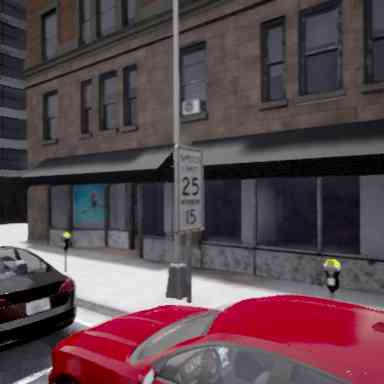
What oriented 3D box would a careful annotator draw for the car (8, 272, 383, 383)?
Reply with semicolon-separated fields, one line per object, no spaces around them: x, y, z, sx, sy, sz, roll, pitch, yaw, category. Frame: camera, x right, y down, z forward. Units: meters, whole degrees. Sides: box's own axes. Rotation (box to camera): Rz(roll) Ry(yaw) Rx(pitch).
0.666;1.554;2.605;4.507;1.381;1.887;-1;0;36;car

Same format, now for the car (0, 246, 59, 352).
-3.811;1.632;5.802;4.313;1.339;1.947;-1;0;36;car
